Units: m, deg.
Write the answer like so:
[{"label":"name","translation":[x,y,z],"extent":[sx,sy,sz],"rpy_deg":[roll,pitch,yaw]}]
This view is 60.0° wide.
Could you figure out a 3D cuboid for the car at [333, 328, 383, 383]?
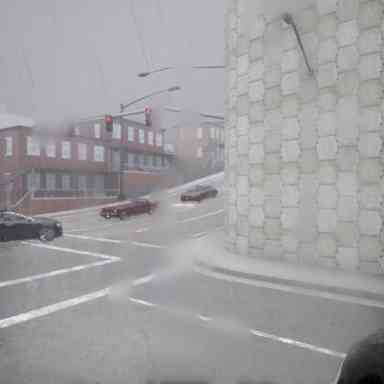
[{"label":"car","translation":[3.318,1.492,1.597],"extent":[4.902,1.511,2.128],"rpy_deg":[0,0,36]}]

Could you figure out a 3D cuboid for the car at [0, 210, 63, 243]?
[{"label":"car","translation":[-8.001,1.492,14.040],"extent":[2.128,1.511,4.902],"rpy_deg":[0,0,43]}]

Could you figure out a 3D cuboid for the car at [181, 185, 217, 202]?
[{"label":"car","translation":[0.684,0.077,32.107],"extent":[1.994,1.385,4.181],"rpy_deg":[0,9,36]}]

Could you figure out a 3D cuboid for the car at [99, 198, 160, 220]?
[{"label":"car","translation":[-4.550,1.187,24.722],"extent":[1.895,1.301,4.718],"rpy_deg":[0,5,35]}]
